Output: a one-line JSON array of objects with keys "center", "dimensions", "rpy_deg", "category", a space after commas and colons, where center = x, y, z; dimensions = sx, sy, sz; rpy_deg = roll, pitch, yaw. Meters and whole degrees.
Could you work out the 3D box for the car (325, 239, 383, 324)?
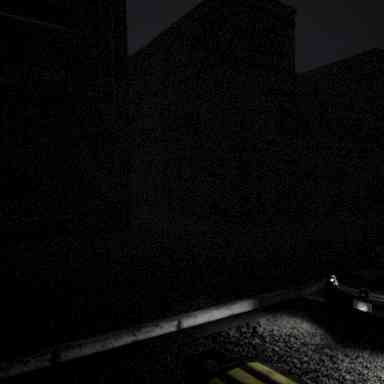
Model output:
[{"center": [4.628, 1.569, 6.677], "dimensions": [4.674, 1.442, 1.812], "rpy_deg": [0, 0, -35], "category": "car"}]
